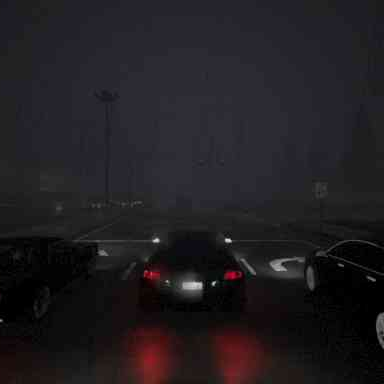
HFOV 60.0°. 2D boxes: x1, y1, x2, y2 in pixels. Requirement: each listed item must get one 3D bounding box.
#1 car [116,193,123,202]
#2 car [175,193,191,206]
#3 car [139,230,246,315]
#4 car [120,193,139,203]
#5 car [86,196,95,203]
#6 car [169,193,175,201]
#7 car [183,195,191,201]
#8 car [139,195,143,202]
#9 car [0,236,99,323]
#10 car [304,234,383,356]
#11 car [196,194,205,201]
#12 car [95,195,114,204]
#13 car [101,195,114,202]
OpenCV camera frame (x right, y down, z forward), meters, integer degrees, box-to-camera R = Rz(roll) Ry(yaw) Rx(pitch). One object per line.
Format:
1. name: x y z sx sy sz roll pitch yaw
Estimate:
1. car: -16.304 1.225 78.537 2.150 2.045 5.566 0 0 0
2. car: -1.299 1.352 55.393 2.097 1.767 4.553 0 0 0
3. car: 0.006 1.564 7.659 1.994 1.385 4.181 0 0 0
4. car: -12.804 1.506 68.127 1.837 1.490 4.892 0 0 0
5. car: -19.802 1.477 66.665 1.882 1.535 5.008 0 0 0
6. car: -4.805 1.220 86.402 2.150 2.045 5.566 0 0 0
7. car: -1.306 1.521 86.765 2.128 1.511 4.902 0 0 0
8. car: -12.804 1.525 79.618 2.128 1.511 4.902 0 0 0
9. car: -3.495 1.601 7.158 1.895 1.301 4.718 0 0 0
10. car: 3.503 1.505 5.836 1.837 1.490 4.892 0 0 0
11. car: 2.194 1.350 86.719 2.097 1.767 4.553 0 0 0
12. car: -16.342 1.506 63.136 1.837 1.490 4.892 0 0 0
13. car: -19.804 1.478 78.342 1.882 1.535 5.008 0 0 0
